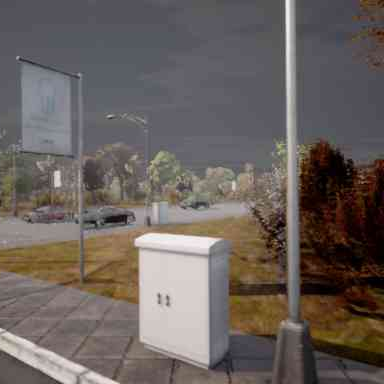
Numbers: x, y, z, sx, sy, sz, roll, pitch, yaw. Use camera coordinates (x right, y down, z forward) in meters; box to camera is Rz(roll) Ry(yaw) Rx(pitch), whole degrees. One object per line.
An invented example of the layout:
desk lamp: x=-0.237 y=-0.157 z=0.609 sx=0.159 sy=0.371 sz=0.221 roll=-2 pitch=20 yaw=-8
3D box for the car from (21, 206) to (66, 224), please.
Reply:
car: x=-12.091 y=1.873 z=28.076 sx=1.994 sy=1.385 sz=4.181 roll=-1 pitch=0 yaw=32

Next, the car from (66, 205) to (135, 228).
car: x=-6.198 y=1.717 z=24.111 sx=2.128 sy=1.511 sz=4.902 roll=-1 pitch=0 yaw=32

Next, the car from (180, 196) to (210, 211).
car: x=0.512 y=1.544 z=47.946 sx=2.150 sy=2.045 sz=5.566 roll=-1 pitch=-1 yaw=33
